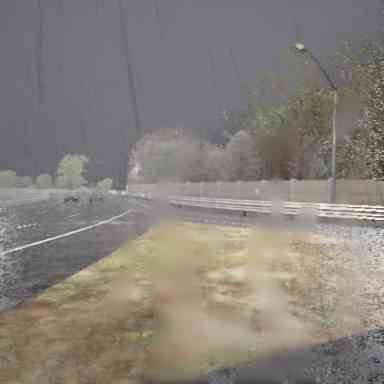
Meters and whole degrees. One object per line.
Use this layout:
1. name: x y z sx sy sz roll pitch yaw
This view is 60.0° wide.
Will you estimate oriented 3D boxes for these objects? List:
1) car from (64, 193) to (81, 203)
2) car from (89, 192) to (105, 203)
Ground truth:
1. car: -17.132 0.812 47.843 1.895 1.301 4.718 1 1 -14
2. car: -13.528 0.772 47.430 2.128 1.511 4.902 1 0 -13
